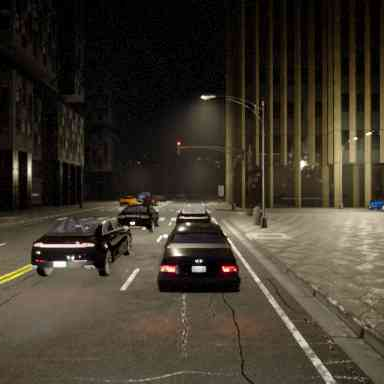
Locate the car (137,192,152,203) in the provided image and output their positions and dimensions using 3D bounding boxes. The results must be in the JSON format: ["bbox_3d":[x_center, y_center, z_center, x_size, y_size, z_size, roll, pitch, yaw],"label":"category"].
[{"bbox_3d":[-9.418,1.059,66.955,2.150,2.045,5.566,0,0,1],"label":"car"}]

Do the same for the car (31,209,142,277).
[{"bbox_3d":[-3.099,1.486,10.255,2.128,1.511,4.902,0,0,0],"label":"car"}]

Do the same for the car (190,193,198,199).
[{"bbox_3d":[0.454,1.114,87.546,2.128,1.511,4.902,0,0,0],"label":"car"}]

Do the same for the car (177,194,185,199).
[{"bbox_3d":[-2.795,1.184,87.594,1.895,1.301,4.718,0,0,0],"label":"car"}]

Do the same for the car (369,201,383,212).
[{"bbox_3d":[21.299,1.332,35.049,5.008,1.535,1.882,0,0,0],"label":"car"}]

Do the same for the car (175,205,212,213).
[{"bbox_3d":[0.095,1.475,18.724,2.128,1.511,4.902,0,0,0],"label":"car"}]

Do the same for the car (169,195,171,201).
[{"bbox_3d":[-6.089,1.372,79.475,1.895,1.301,4.718,0,0,0],"label":"car"}]

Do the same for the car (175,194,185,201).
[{"bbox_3d":[-2.850,1.313,77.142,2.128,1.511,4.902,0,0,0],"label":"car"}]

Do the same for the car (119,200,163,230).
[{"bbox_3d":[-3.052,1.459,19.631,1.882,1.535,5.008,0,0,0],"label":"car"}]

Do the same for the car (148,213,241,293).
[{"bbox_3d":[0.145,1.544,8.980,2.033,1.411,5.357,0,0,0],"label":"car"}]

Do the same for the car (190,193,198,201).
[{"bbox_3d":[0.400,1.288,77.124,1.837,1.490,4.892,0,0,0],"label":"car"}]

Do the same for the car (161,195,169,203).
[{"bbox_3d":[-6.215,1.410,64.401,1.994,1.385,4.181,0,0,1],"label":"car"}]

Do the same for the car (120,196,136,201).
[{"bbox_3d":[-9.586,1.381,49.970,1.882,1.535,5.008,0,0,0],"label":"car"}]

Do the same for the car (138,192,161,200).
[{"bbox_3d":[-6.340,1.257,49.515,2.097,1.767,4.553,0,0,0],"label":"car"}]
